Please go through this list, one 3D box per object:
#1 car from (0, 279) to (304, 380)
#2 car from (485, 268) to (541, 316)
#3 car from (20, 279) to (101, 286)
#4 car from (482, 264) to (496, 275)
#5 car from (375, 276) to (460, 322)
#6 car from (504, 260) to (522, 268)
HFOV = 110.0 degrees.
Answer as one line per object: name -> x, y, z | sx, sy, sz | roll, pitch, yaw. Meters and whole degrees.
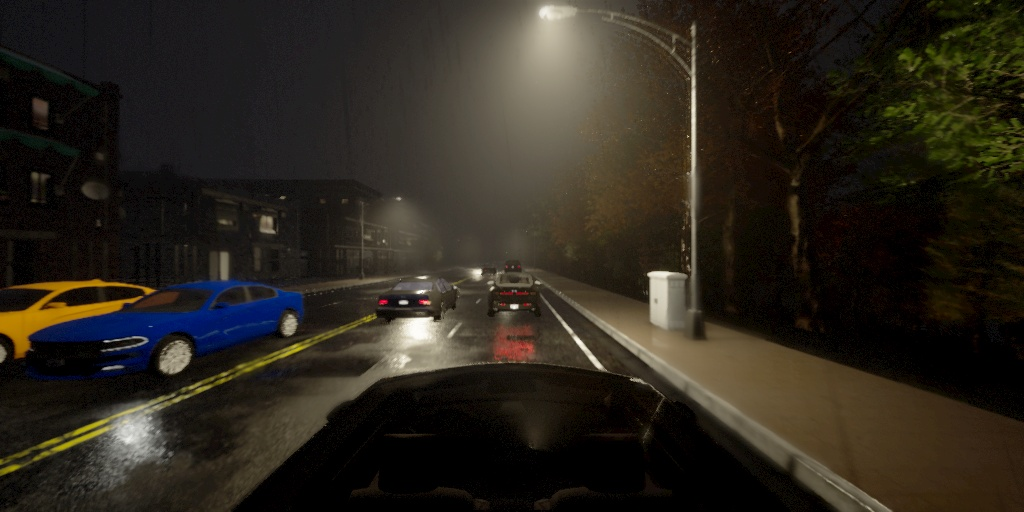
car -> -6.584, 1.300, 7.662 | 1.882, 1.535, 5.008 | 0, -1, 0
car -> 0.088, 1.411, 14.178 | 1.837, 1.490, 4.892 | 0, 0, 0
car -> -9.833, 1.300, 7.666 | 1.882, 1.535, 5.008 | 0, -1, 0
car -> -3.152, 1.839, 50.372 | 2.128, 1.511, 4.902 | 0, -1, 0
car -> -3.163, 1.437, 12.987 | 2.033, 1.411, 5.357 | 0, -1, 0
car -> 0.097, 1.524, 46.773 | 2.150, 2.045, 5.566 | 0, -1, 0
